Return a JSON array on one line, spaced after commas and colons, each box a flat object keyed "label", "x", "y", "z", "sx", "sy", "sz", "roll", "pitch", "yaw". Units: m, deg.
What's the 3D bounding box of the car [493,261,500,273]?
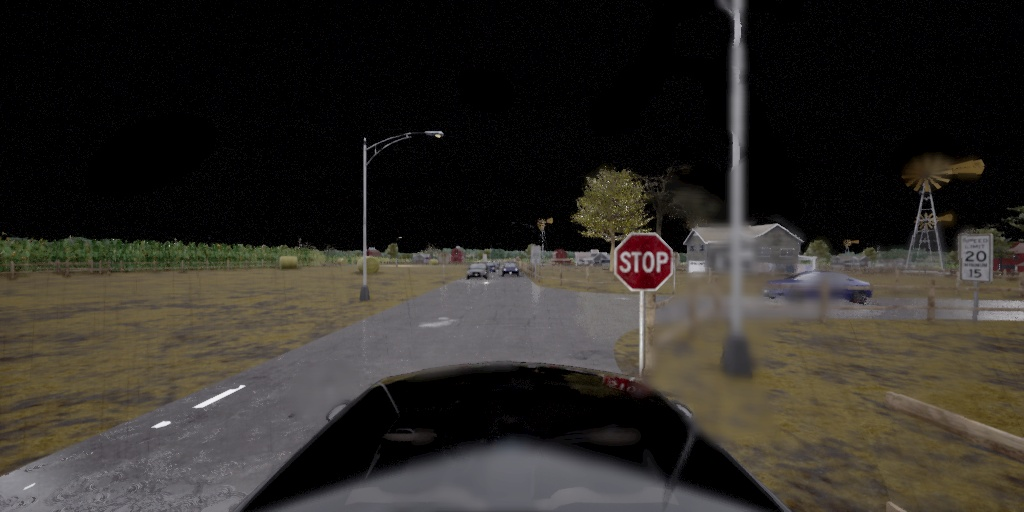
[{"label": "car", "x": -3.166, "y": 1.576, "z": 49.576, "sx": 2.033, "sy": 1.411, "sz": 5.357, "roll": 0, "pitch": -1, "yaw": 0}]

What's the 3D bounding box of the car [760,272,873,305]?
[{"label": "car", "x": 14.646, "y": 1.499, "z": 17.330, "sx": 4.674, "sy": 1.442, "sz": 1.812, "roll": 1, "pitch": 0, "yaw": 0}]

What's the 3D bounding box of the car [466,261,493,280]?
[{"label": "car", "x": -3.055, "y": 1.379, "z": 32.854, "sx": 1.837, "sy": 1.490, "sz": 4.892, "roll": 0, "pitch": 0, "yaw": 0}]

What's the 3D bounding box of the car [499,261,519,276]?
[{"label": "car", "x": -0.169, "y": 1.548, "z": 41.085, "sx": 1.895, "sy": 1.301, "sz": 4.718, "roll": 0, "pitch": -1, "yaw": 0}]
